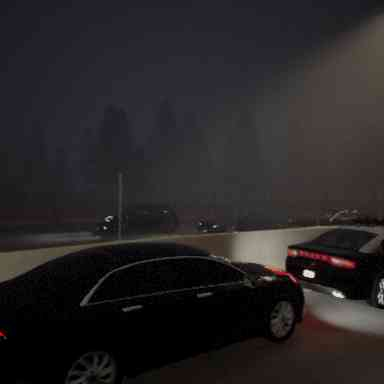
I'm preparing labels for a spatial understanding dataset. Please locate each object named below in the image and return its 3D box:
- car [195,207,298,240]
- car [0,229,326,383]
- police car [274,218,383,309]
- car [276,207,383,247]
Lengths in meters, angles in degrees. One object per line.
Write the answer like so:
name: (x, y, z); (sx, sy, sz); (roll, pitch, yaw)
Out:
car: (3.004, 1.595, 18.014); (5.357, 1.411, 2.033); (0, 0, -29)
car: (-0.360, 1.510, 4.902); (4.892, 1.490, 1.837); (0, 0, -34)
police car: (4.587, 1.467, 8.044); (5.238, 1.638, 1.930); (0, 0, -31)
car: (6.670, 1.559, 15.923); (4.902, 1.511, 2.128); (0, 0, -27)
